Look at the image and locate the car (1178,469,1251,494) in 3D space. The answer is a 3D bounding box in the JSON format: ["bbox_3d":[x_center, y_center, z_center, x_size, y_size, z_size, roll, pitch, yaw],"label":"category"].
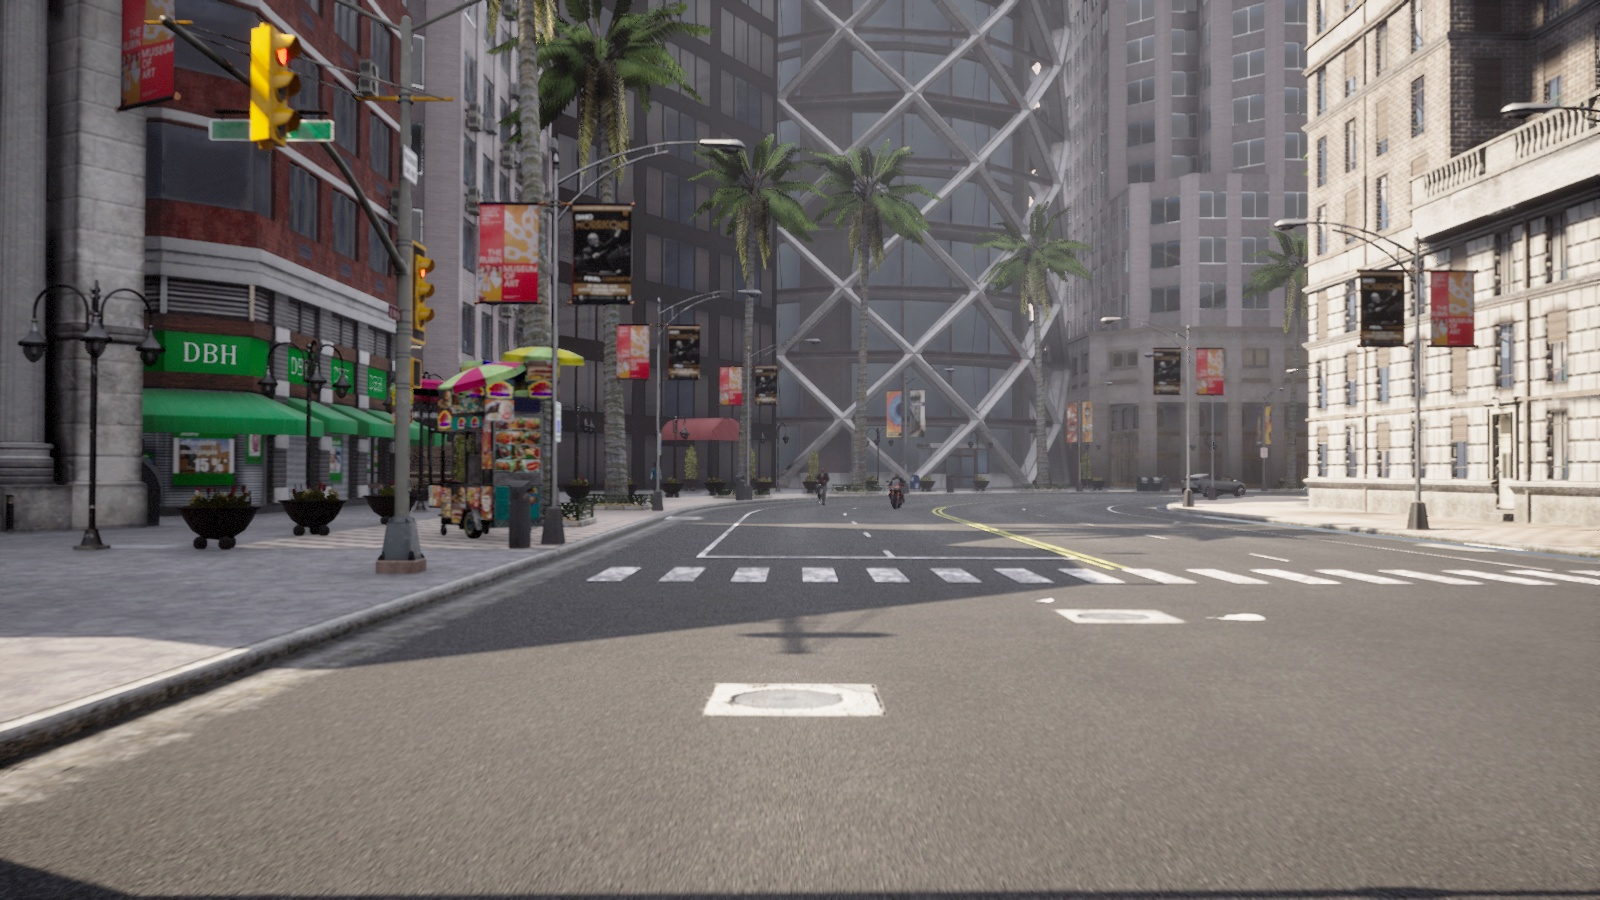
[{"bbox_3d":[26.634,2.006,80.703,4.514,1.525,2.007,0,-1,-31],"label":"car"}]

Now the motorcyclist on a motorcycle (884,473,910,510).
[{"bbox_3d":[4.036,1.710,52.328,0.866,1.530,2.191,0,-1,10],"label":"motorcyclist on a motorcycle"}]
